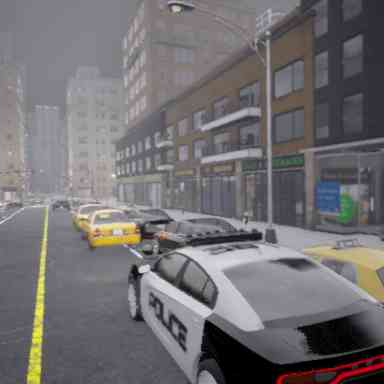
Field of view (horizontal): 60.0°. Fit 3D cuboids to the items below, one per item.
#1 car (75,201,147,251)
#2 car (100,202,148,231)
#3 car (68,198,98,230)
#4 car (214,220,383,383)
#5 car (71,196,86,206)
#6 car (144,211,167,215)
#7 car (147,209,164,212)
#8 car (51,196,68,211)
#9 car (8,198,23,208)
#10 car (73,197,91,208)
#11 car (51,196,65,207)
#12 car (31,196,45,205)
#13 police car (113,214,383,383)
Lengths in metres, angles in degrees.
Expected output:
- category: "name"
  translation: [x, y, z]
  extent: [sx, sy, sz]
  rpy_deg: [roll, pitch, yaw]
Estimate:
- category: "car"
  translation: [-3.595, 1.378, 13.930]
  extent: [1.801, 1.575, 5.366]
  rpy_deg: [-1, 1, -23]
- category: "car"
  translation: [-4.306, 1.419, 20.530]
  extent: [2.008, 1.369, 4.403]
  rpy_deg: [-2, 1, -23]
- category: "car"
  translation: [-5.974, 1.371, 19.440]
  extent: [1.801, 1.575, 5.366]
  rpy_deg: [-1, 1, -23]
- category: "car"
  translation: [2.264, 1.412, 5.299]
  extent: [1.752, 1.417, 4.829]
  rpy_deg: [-2, 1, -23]
- category: "car"
  translation: [-17.582, 1.398, 51.304]
  extent: [1.802, 1.307, 4.206]
  rpy_deg: [-2, 1, -23]
- category: "car"
  translation: [0.120, 1.447, 10.272]
  extent: [1.947, 1.339, 4.313]
  rpy_deg: [-2, 1, -23]
- category: "car"
  translation: [-2.093, 1.441, 15.401]
  extent: [1.947, 1.339, 4.313]
  rpy_deg: [-2, 1, -23]
- category: "car"
  translation: [-15.426, 1.409, 39.130]
  extent: [1.837, 1.490, 4.892]
  rpy_deg: [-1, 0, -23]
- category: "car"
  translation: [-25.425, 1.565, 47.917]
  extent: [1.887, 1.381, 4.507]
  rpy_deg: [-2, 1, -23]
- category: "car"
  translation: [-15.369, 1.392, 46.175]
  extent: [1.947, 1.339, 4.313]
  rpy_deg: [-2, 1, -23]
- category: "car"
  translation: [-20.457, 1.362, 50.720]
  extent: [1.882, 1.535, 5.008]
  rpy_deg: [-1, 1, -23]
- category: "car"
  translation: [-26.521, 1.437, 57.201]
  extent: [2.128, 1.511, 4.902]
  rpy_deg: [-1, 1, -23]
- category: "police car"
  translation: [0.399, 1.359, 4.676]
  extent: [1.930, 1.638, 5.238]
  rpy_deg: [-1, 1, -23]
